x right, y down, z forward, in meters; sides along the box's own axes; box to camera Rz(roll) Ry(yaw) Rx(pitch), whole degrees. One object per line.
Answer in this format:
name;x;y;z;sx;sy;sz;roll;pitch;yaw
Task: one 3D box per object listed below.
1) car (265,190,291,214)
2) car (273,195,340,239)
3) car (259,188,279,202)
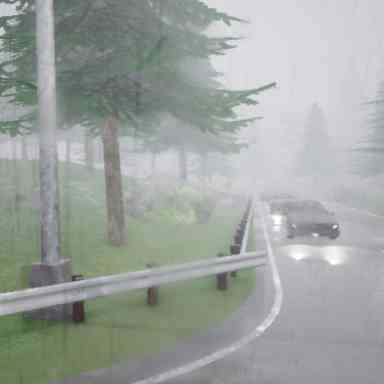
car;6.626;0.771;24.212;1.994;1.385;4.181;0;2;10
car;4.866;1.060;14.452;2.033;1.411;5.357;0;2;11
car;8.228;0.372;34.276;1.882;1.535;5.008;-1;2;1
